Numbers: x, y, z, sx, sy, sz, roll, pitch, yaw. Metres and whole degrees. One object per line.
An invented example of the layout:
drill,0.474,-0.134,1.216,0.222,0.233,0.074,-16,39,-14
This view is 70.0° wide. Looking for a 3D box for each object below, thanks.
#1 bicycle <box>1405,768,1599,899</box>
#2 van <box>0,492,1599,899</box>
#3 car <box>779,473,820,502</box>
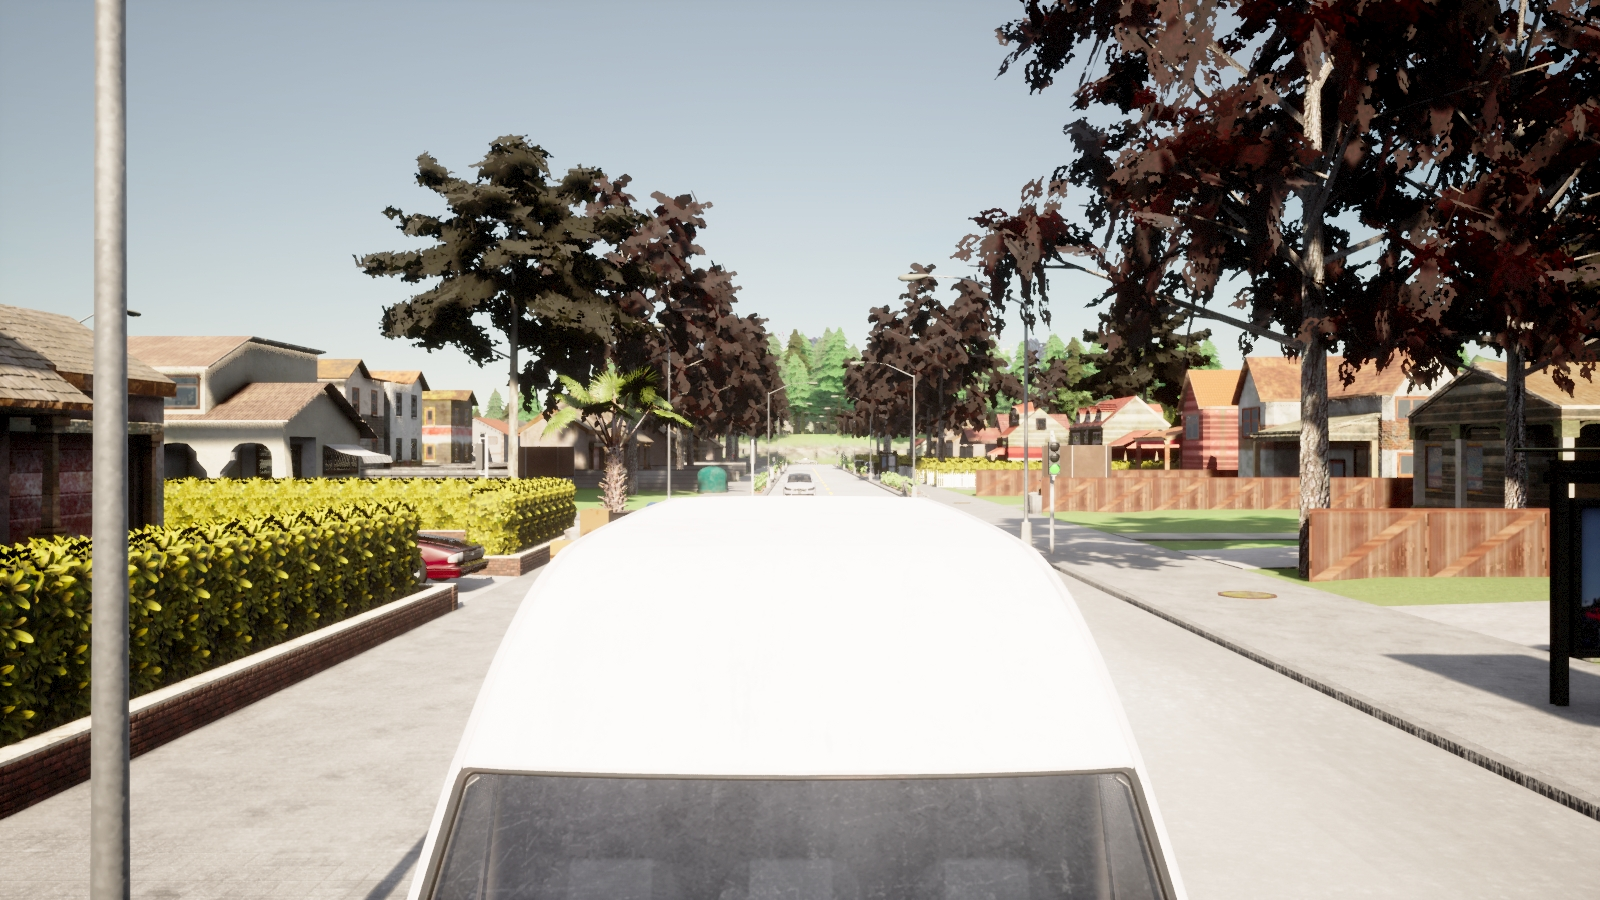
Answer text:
bicycle,2.687,2.062,3.843,0.329,1.471,1.835,0,0,0
van,0.002,1.537,4.030,1.988,2.561,5.915,0,0,0
car,-0.024,2.087,64.511,2.231,1.480,4.892,0,0,0
